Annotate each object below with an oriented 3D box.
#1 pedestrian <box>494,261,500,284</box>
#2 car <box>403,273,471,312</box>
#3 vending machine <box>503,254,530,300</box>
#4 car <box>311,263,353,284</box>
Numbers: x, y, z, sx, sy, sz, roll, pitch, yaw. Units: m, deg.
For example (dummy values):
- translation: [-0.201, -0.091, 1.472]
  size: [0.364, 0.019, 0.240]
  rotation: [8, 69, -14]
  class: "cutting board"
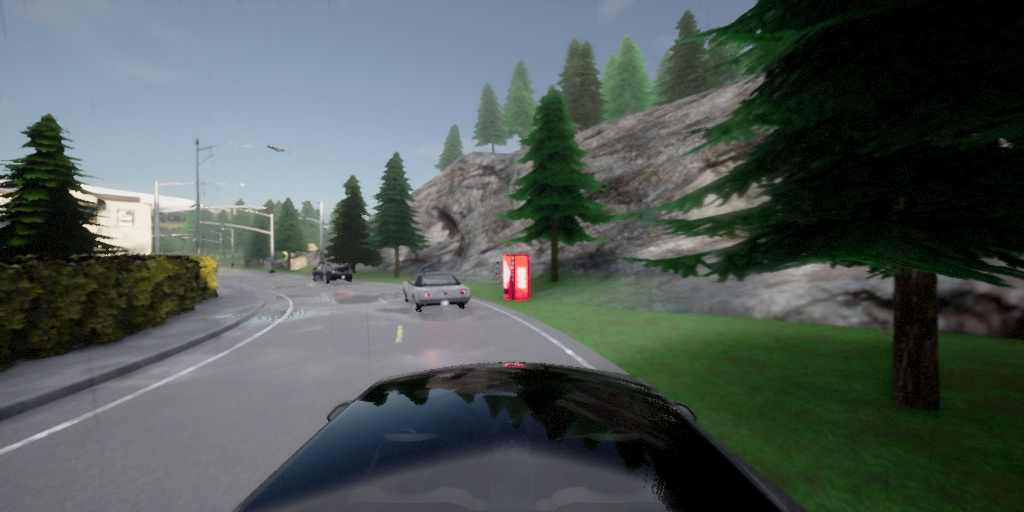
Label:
- translation: [-0.676, 0.761, 17.038]
  size: [0.500, 1.100, 0.500]
  rotation: [-1, 0, -27]
  class: "pedestrian"
- translation: [-3.211, 1.340, 14.426]
  size: [1.895, 1.301, 4.718]
  rotation: [-1, 0, -24]
  class: "car"
- translation: [0.208, 0.893, 15.941]
  size: [1.100, 2.100, 0.880]
  rotation: [0, 0, -25]
  class: "vending machine"
- translation: [-14.167, 1.312, 28.121]
  size: [4.892, 1.490, 1.837]
  rotation: [-1, 0, 44]
  class: "car"
